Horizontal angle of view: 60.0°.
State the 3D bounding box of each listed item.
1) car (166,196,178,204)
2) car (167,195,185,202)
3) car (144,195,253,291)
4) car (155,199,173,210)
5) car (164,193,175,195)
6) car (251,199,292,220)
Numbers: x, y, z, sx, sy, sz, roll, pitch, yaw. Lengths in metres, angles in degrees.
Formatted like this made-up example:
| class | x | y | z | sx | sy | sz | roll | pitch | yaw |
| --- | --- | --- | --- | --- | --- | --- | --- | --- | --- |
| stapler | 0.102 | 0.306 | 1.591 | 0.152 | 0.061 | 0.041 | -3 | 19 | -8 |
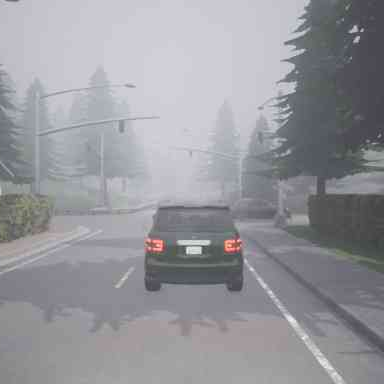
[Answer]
| class | x | y | z | sx | sy | sz | roll | pitch | yaw |
| --- | --- | --- | --- | --- | --- | --- | --- | --- | --- |
| car | -3.956 | 1.505 | 64.287 | 1.837 | 1.490 | 4.892 | 0 | 0 | -8 |
| car | -3.631 | 1.524 | 74.067 | 1.812 | 1.442 | 4.674 | 0 | 0 | -35 |
| car | 0.052 | 1.221 | 9.118 | 2.150 | 2.045 | 5.566 | 0 | 0 | 0 |
| car | -3.650 | 1.601 | 43.949 | 1.895 | 1.301 | 4.718 | 0 | 0 | 0 |
| car | -3.654 | 1.221 | 53.858 | 2.150 | 2.045 | 5.566 | 0 | 0 | -1 |
| car | 5.252 | 1.339 | 25.577 | 4.553 | 1.767 | 2.097 | 0 | 0 | 0 |
